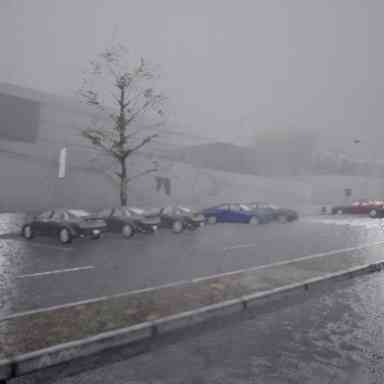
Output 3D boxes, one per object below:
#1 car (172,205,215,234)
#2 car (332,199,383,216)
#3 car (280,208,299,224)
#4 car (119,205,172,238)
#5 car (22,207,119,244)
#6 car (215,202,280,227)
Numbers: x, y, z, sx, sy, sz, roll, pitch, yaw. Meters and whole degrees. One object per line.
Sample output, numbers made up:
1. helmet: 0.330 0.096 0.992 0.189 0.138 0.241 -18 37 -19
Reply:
1. car: -1.487 1.518 19.553 4.892 1.521 2.231 -1 0 33
2. car: 17.121 1.659 34.306 5.008 1.535 2.097 0 -1 32
3. car: 5.477 1.532 25.055 5.008 1.535 2.097 -1 -1 32
4. car: -3.837 1.517 17.754 4.892 1.521 2.231 -1 0 33
5. car: -6.200 1.519 15.978 4.892 1.521 2.231 -1 0 34
6. car: 3.157 1.524 23.214 5.008 1.535 2.097 -1 -1 32
